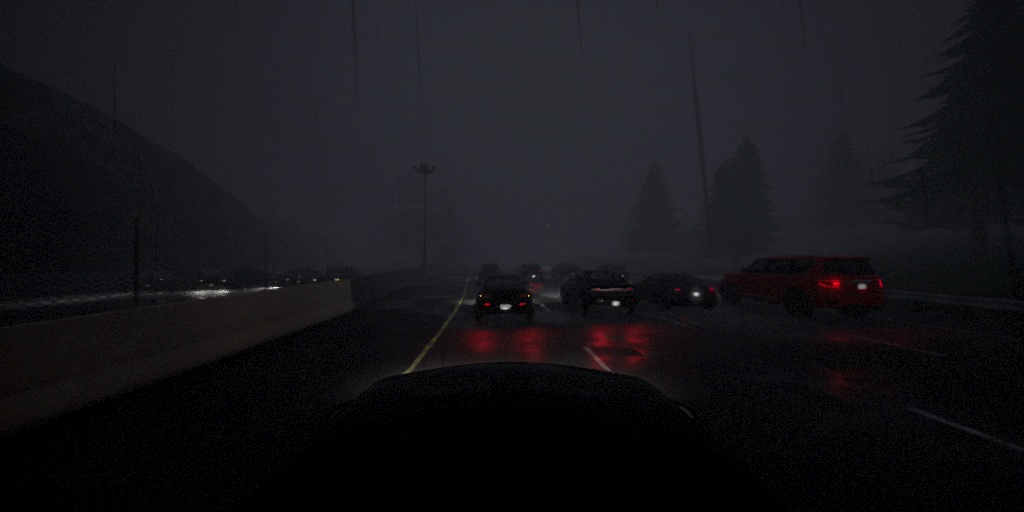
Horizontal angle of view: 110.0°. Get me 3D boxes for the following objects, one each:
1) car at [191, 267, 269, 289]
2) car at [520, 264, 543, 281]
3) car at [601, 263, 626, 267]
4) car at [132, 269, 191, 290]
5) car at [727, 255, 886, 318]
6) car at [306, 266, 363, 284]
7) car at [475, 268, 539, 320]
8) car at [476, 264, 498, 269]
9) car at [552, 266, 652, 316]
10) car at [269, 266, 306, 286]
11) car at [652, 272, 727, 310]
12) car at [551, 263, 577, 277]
[{"bbox_3d":[-19.114,1.456,25.130,2.033,1.411,5.357,0,0,-6],"label":"car"},{"bbox_3d":[1.521,1.397,31.514,1.837,1.490,4.892,0,0,-6],"label":"car"},{"bbox_3d":[8.591,1.379,31.167,1.837,1.490,4.892,0,0,-6],"label":"car"},{"bbox_3d":[-22.532,1.513,24.165,1.895,1.301,4.718,0,0,-6],"label":"car"},{"bbox_3d":[10.180,1.004,13.246,2.150,2.045,5.566,0,0,-3],"label":"car"},{"bbox_3d":[-12.100,1.441,25.349,2.033,1.411,5.357,0,0,-6],"label":"car"},{"bbox_3d":[-0.323,1.331,12.779,1.812,1.442,4.674,0,0,-3],"label":"car"},{"bbox_3d":[-2.011,1.406,31.643,1.837,1.490,4.892,0,0,-6],"label":"car"},{"bbox_3d":[3.123,1.293,13.681,2.128,1.511,4.902,0,0,-3],"label":"car"},{"bbox_3d":[-15.771,1.474,26.846,1.994,1.385,4.181,0,0,-6],"label":"car"},{"bbox_3d":[6.535,1.363,14.978,1.994,1.385,4.181,0,0,-4],"label":"car"},{"bbox_3d":[4.902,1.368,32.845,1.882,1.535,5.008,0,0,-6],"label":"car"}]
